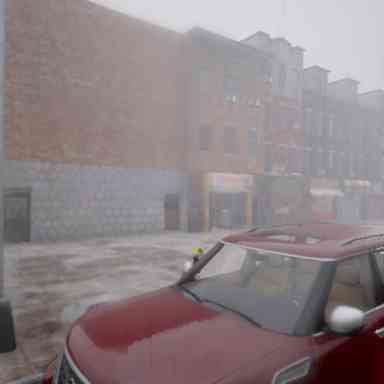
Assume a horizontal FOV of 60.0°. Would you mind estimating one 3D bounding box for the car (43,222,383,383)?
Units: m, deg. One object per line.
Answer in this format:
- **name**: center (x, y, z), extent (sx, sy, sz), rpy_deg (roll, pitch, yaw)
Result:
- **car**: center (1.154, 1.343, 3.634), extent (5.009, 1.841, 2.192), rpy_deg (1, -1, -35)
